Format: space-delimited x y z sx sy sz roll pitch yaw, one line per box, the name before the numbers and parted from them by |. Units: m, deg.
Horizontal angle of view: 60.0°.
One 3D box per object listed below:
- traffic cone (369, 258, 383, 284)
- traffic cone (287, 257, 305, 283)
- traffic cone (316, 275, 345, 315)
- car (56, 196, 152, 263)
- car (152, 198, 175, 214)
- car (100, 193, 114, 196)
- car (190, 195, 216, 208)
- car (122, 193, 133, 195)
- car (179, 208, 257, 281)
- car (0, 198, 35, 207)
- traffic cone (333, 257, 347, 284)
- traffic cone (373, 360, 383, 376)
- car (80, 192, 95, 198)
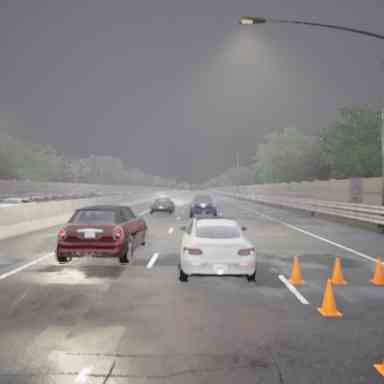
traffic cone | 4.522 1.884 8.035 0.340 0.580 0.340 0 1 1
traffic cone | 2.523 1.873 8.062 0.340 0.580 0.340 0 1 1
traffic cone | 2.496 1.895 6.062 0.340 0.580 0.340 0 1 1
car | -2.841 1.200 11.458 2.097 1.767 4.553 0 1 1
car | -2.590 1.215 30.140 1.994 1.385 4.181 0 1 1
car | -16.255 0.828 63.228 1.994 1.385 4.181 0 1 1
car | 0.872 1.052 27.252 2.097 1.767 4.553 0 1 1
car | -12.715 0.815 65.631 1.994 1.385 4.181 0 1 1
car | 0.630 1.417 9.375 1.812 1.442 4.674 0 1 1
car | -13.358 1.168 25.032 1.812 1.442 4.674 0 1 1
traffic cone | 3.523 1.878 8.048 0.340 0.580 0.340 0 1 1
traffic cone | 2.469 1.918 4.062 0.340 0.580 0.340 0 1 1
car | -19.753 0.728 63.035 1.837 1.490 4.892 0 1 1
